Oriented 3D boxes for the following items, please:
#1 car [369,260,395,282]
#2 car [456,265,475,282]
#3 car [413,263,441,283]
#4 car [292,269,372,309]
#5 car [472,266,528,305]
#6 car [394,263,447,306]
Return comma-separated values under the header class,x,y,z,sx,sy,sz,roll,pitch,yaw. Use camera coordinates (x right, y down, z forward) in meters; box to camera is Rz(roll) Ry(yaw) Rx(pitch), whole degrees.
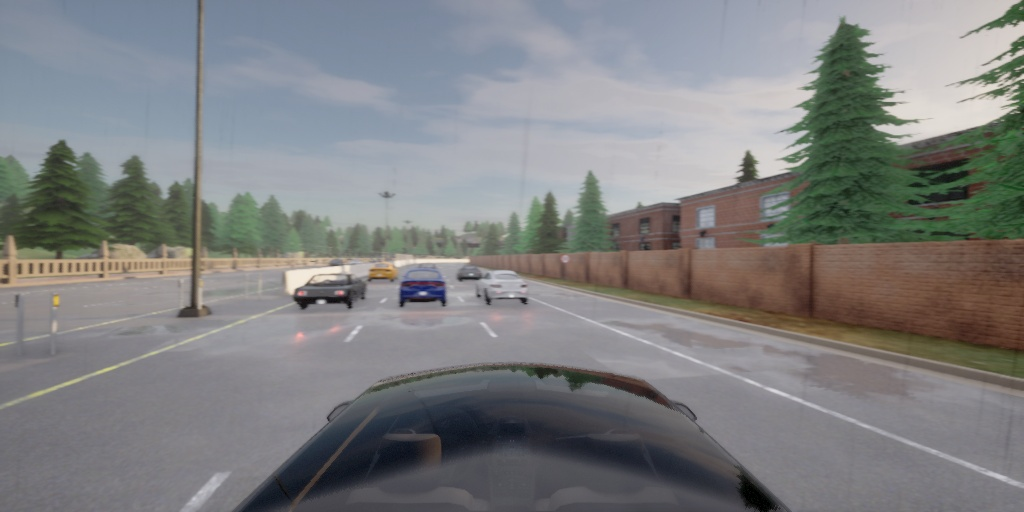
class,x,y,z,sx,sy,sz,roll,pitch,yaw
car,-10.599,1.297,29.758,1.882,1.535,5.008,1,0,-12
car,-3.715,1.481,31.030,1.994,1.385,4.181,1,0,-12
car,-7.140,1.360,30.313,2.128,1.511,4.902,1,0,-12
car,-7.286,1.354,14.901,1.895,1.301,4.718,1,0,-14
car,-0.544,1.379,16.828,1.812,1.442,4.674,1,0,-13
car,-3.965,1.282,16.095,1.882,1.535,5.008,1,0,-13
